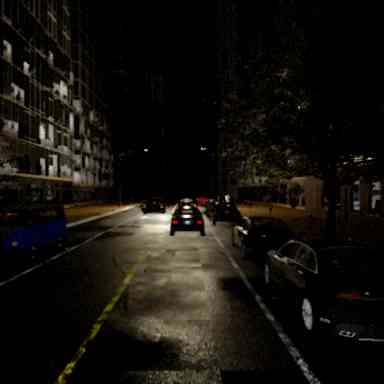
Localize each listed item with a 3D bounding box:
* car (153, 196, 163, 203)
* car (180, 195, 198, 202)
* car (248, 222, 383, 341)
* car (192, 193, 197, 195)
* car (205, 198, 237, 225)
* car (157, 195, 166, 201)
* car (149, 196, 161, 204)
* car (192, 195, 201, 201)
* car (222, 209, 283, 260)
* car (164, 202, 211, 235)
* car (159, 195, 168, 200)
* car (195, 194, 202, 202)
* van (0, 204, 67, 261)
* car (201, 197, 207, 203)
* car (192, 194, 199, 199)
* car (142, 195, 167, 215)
[{"bbox_3d":[-7.045,1.452,68.908,1.802,1.307,4.206,0,0,-1],"label":"car"},{"bbox_3d":[-0.698,1.476,40.874,2.033,1.411,5.357,0,0,-1],"label":"car"},{"bbox_3d":[2.581,1.536,6.463,2.008,1.369,4.403,0,0,-1],"label":"car"},{"bbox_3d":[1.334,1.409,69.067,1.947,1.339,4.313,0,0,-1],"label":"car"},{"bbox_3d":[2.241,1.396,23.537,1.967,1.590,4.097,0,0,-1],"label":"car"},{"bbox_3d":[-7.272,1.378,80.290,1.887,1.381,4.507,0,0,-1],"label":"car"},{"bbox_3d":[-6.931,1.432,63.215,1.887,1.381,4.507,0,0,-1],"label":"car"},{"bbox_3d":[1.107,1.373,80.449,1.947,1.339,4.313,0,0,-1],"label":"car"},{"bbox_3d":[2.468,1.528,12.154,2.008,1.369,4.403,0,0,-1],"label":"car"},{"bbox_3d":[-0.267,1.521,18.655,2.033,1.411,5.357,0,0,-1],"label":"car"},{"bbox_3d":[-7.385,1.380,85.982,1.947,1.339,4.313,0,0,-1],"label":"car"},{"bbox_3d":[1.674,1.438,51.994,1.887,1.381,4.507,0,0,-1],"label":"car"},{"bbox_3d":[-5.911,1.345,11.991,1.690,1.788,3.998,0,0,-1],"label":"van"},{"bbox_3d":[2.127,1.385,29.228,1.967,1.590,4.097,0,0,-1],"label":"car"},{"bbox_3d":[0.881,1.334,91.831,1.947,1.339,4.313,0,0,-1],"label":"car"},{"bbox_3d":[-3.637,1.307,32.803,2.097,1.767,4.553,0,0,-1],"label":"car"}]
